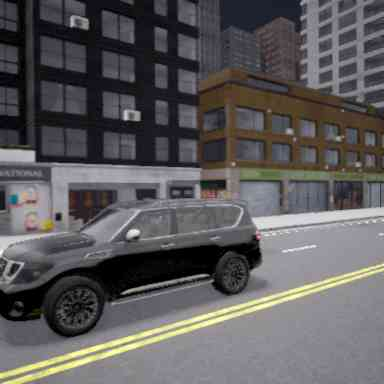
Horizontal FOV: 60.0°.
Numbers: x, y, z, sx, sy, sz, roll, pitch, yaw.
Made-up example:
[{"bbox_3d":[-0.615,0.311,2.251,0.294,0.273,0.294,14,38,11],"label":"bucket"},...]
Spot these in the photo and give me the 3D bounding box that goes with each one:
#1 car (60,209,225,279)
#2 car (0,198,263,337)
[{"bbox_3d":[-1.419,1.445,10.651,4.892,1.490,1.837,-1,0,-35],"label":"car"},{"bbox_3d":[-0.952,1.184,6.994,5.566,2.045,2.150,-1,0,-35],"label":"car"}]
